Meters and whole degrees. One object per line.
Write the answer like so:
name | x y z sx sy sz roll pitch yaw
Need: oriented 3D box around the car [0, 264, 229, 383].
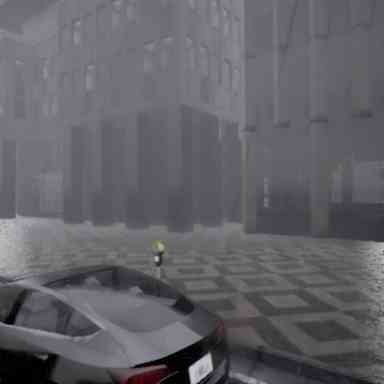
car | -1.613 1.601 4.115 4.313 1.339 1.947 -1 0 35
